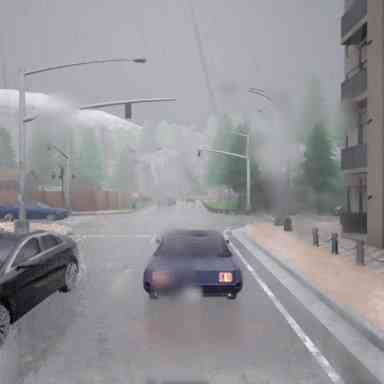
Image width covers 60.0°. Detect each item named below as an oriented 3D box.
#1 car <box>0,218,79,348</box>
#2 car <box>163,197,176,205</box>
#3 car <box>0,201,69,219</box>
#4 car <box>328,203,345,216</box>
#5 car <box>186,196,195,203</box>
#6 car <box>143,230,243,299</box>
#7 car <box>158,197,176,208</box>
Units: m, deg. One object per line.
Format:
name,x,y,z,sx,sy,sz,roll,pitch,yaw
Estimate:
car,-3.608,1.491,6.099,2.128,1.511,4.902,0,0,0
car,-3.816,1.564,57.886,1.994,1.385,4.181,0,0,1
car,-12.023,1.464,25.360,5.008,1.535,1.882,0,0,-2
car,14.709,1.367,29.892,4.553,1.767,2.097,0,0,-1
car,-0.305,1.547,68.230,2.033,1.411,5.357,0,0,0
car,0.026,1.601,8.381,1.895,1.301,4.718,0,0,0
car,-3.790,1.547,47.897,2.033,1.411,5.357,0,0,0
